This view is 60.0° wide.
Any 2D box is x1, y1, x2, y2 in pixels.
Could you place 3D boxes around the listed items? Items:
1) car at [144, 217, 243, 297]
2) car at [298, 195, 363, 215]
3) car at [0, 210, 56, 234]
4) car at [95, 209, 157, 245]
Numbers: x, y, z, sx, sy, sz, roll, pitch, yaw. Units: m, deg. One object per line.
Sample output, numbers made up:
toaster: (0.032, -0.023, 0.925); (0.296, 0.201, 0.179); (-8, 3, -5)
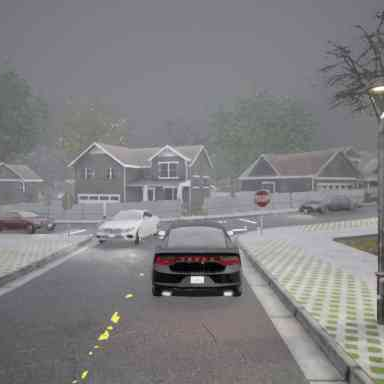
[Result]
car: (0.109, 1.475, 8.629); (1.882, 1.535, 5.008); (0, 0, 0)
car: (11.004, 0.968, 26.246); (5.357, 1.411, 2.033); (-3, 2, -25)
car: (-11.224, 1.937, 21.990); (4.674, 1.442, 1.812); (-2, 0, 21)
car: (-2.850, 1.552, 15.752); (1.812, 1.442, 4.674); (-1, -1, 10)
